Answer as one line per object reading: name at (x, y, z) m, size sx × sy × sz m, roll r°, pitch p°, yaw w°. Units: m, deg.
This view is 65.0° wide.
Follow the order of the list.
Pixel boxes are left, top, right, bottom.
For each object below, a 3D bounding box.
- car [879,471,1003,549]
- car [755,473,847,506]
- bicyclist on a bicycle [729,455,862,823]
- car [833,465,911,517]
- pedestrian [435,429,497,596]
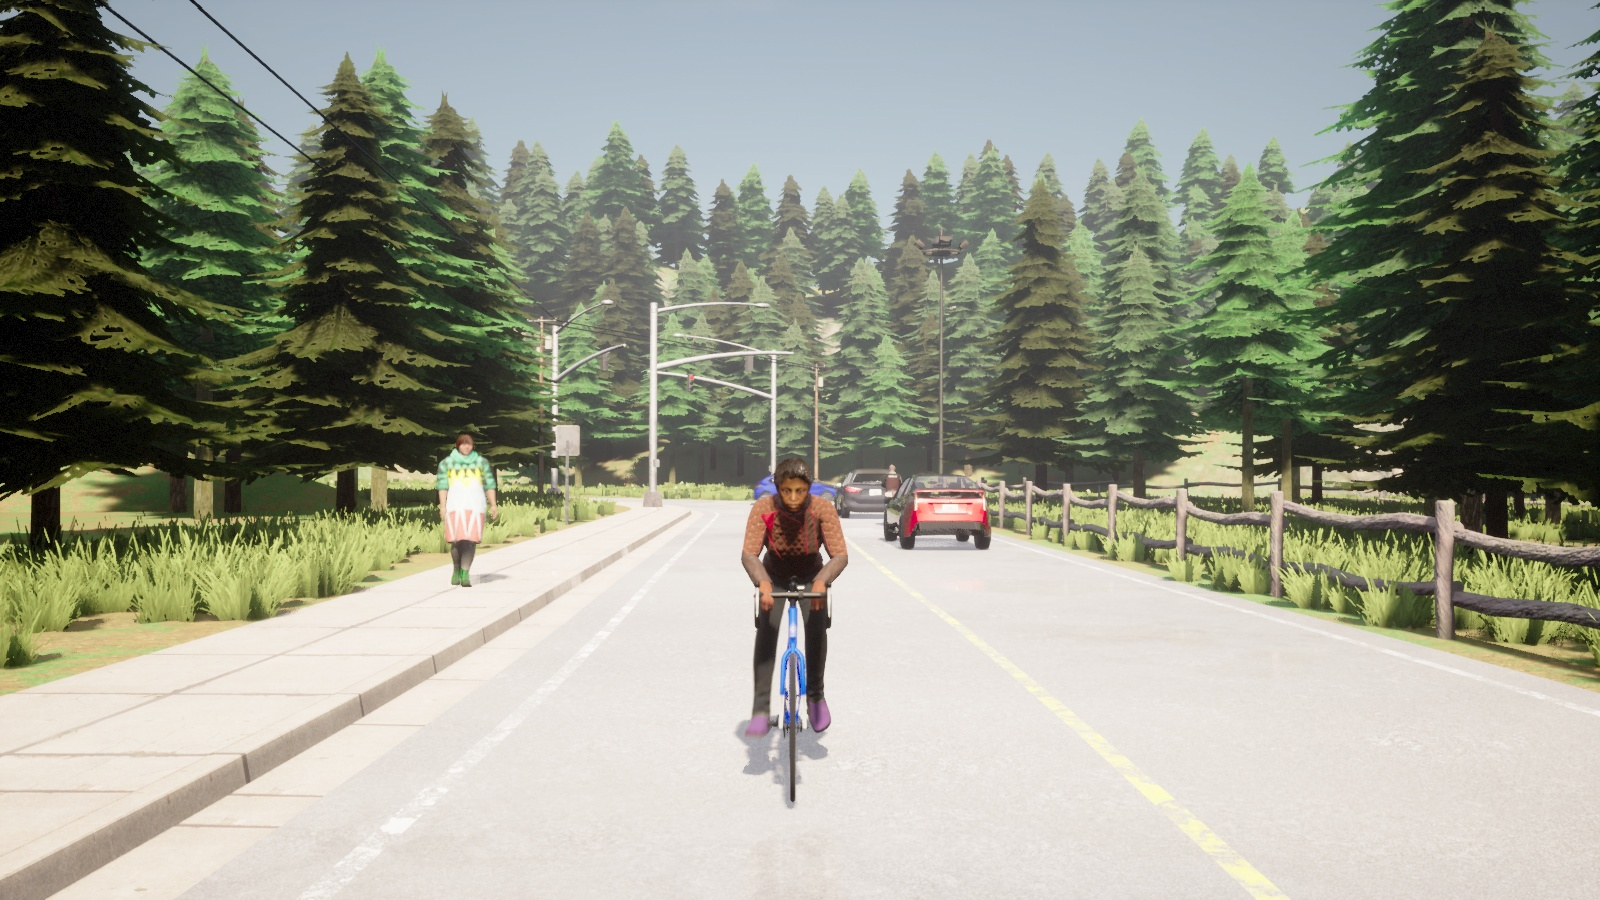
car at (2.901, 1.207, 26.798) m, size 2.007 × 1.525 × 4.514 m, roll 0°, pitch -1°, yaw -2°
car at (0.072, 1.824, 57.955) m, size 4.193 × 1.474 × 1.816 m, roll 0°, pitch -1°, yaw 1°
bicyclist on a bicycle at (-0.030, 0.873, 6.404) m, size 0.582 × 1.620 × 1.656 m, roll 0°, pitch -3°, yaw -1°
car at (2.401, 1.381, 43.205) m, size 2.242 × 1.667 × 4.611 m, roll 0°, pitch -1°, yaw -2°
pedestrian at (-4.056, 0.743, 15.222) m, size 0.659 × 1.952 × 0.873 m, roll 0°, pitch -1°, yaw -20°
